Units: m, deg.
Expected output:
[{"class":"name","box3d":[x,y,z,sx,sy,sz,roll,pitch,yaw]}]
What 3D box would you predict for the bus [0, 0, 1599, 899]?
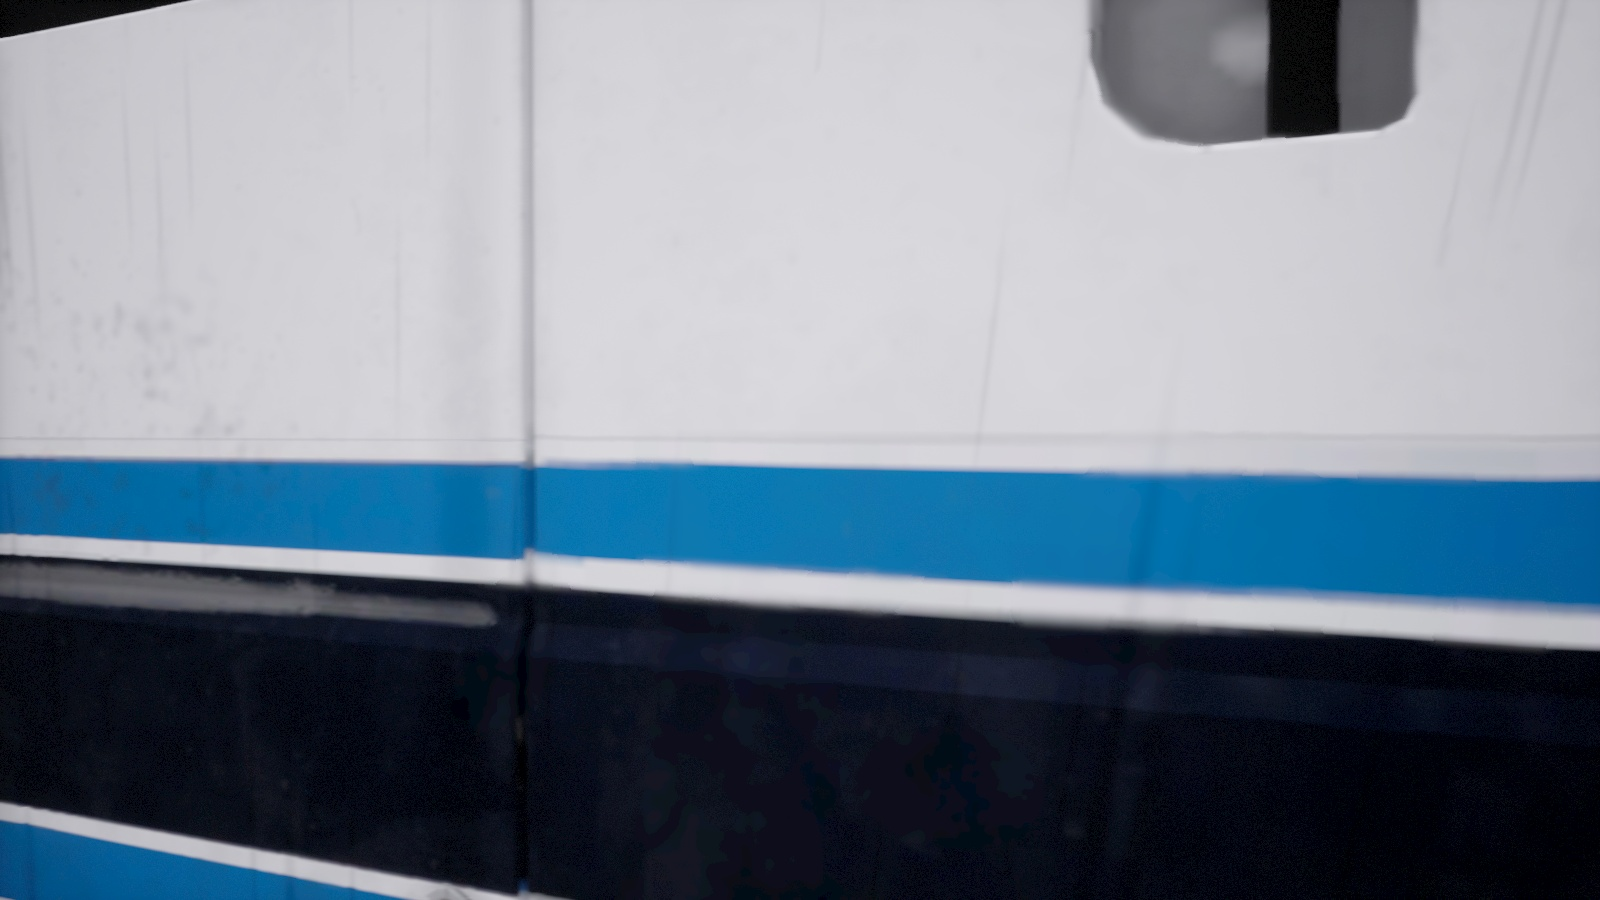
[{"class":"bus","box3d":[-0.395,-0.597,3.478,10.273,4.253,3.944,1,1,24]}]
